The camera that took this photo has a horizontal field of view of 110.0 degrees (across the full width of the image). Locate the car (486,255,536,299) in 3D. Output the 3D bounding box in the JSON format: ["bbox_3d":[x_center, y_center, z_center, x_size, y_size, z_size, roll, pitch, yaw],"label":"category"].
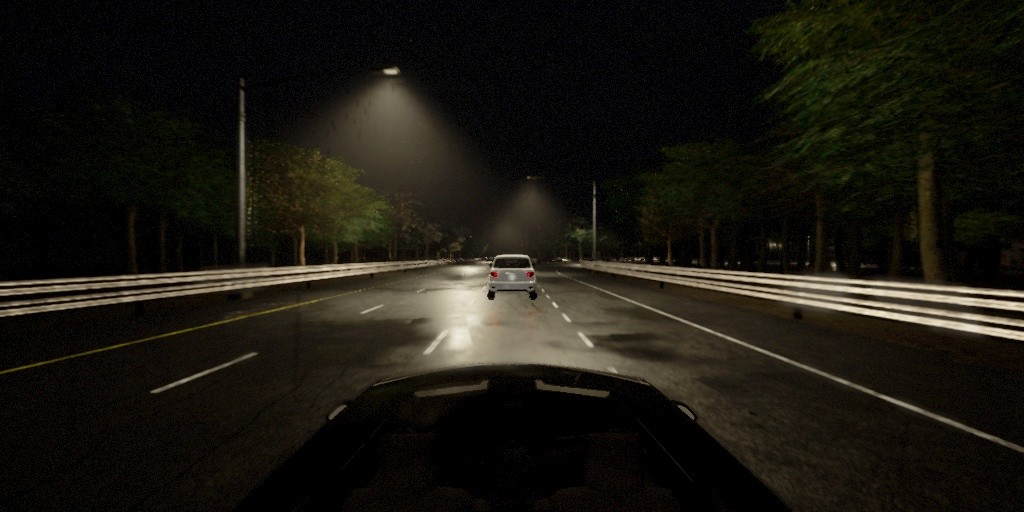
[{"bbox_3d":[0.008,0.966,18.036,2.150,2.045,5.566,0,0,0],"label":"car"}]
